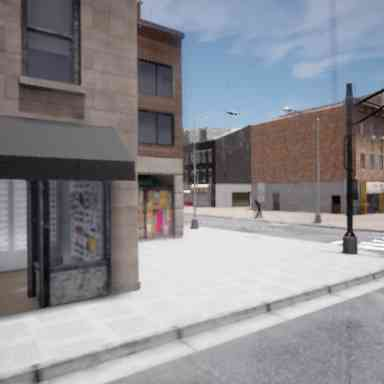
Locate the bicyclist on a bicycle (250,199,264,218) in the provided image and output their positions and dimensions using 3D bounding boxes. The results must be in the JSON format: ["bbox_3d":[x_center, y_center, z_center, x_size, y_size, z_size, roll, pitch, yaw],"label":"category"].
[{"bbox_3d":[5.548,1.433,28.265,1.656,1.620,0.582,-1,1,-36],"label":"bicyclist on a bicycle"}]
